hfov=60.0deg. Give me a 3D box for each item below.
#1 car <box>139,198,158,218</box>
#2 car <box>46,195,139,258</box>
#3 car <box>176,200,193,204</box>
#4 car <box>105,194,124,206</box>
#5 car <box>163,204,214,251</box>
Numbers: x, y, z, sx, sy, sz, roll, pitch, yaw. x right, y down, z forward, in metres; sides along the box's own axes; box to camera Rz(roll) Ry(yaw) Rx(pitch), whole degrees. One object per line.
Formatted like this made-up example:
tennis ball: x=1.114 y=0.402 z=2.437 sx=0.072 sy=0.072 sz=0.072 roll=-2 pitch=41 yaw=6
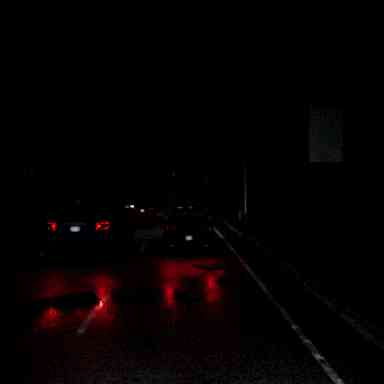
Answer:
car: x=-4.157 y=1.520 z=29.479 sx=1.994 sy=1.385 sz=4.181 roll=0 pitch=0 yaw=-2
car: x=-3.627 y=1.205 z=12.869 sx=2.150 sy=2.045 sz=5.566 roll=0 pitch=0 yaw=-1
car: x=-0.644 y=1.448 z=29.164 sx=2.128 sy=1.511 sz=4.902 roll=0 pitch=0 yaw=-2
car: x=-12.315 y=1.276 z=53.152 sx=2.097 sy=1.767 sz=4.553 roll=0 pitch=0 yaw=-2
car: x=-0.151 y=1.456 z=13.990 sx=1.882 sy=1.535 sz=5.008 roll=0 pitch=0 yaw=-1
